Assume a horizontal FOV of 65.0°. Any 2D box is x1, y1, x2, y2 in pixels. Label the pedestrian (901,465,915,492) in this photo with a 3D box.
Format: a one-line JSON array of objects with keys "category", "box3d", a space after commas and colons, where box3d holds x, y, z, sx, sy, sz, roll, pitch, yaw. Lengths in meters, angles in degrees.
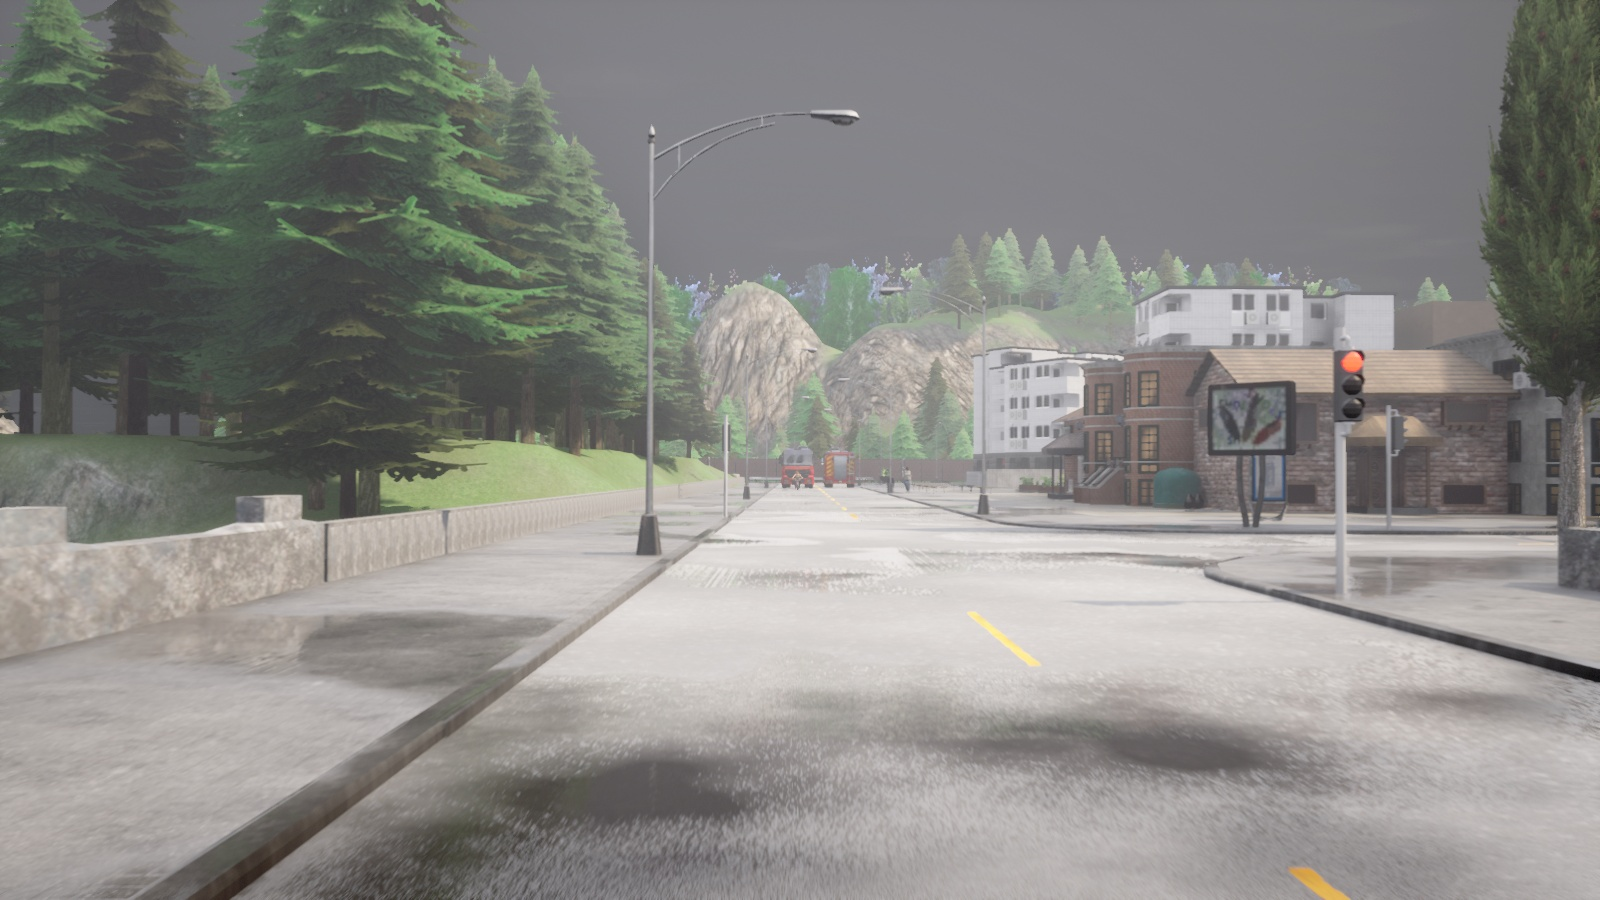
[{"category": "pedestrian", "box3d": [7.381, 1.933, 85.839, 0.874, 1.855, 0.900, 0, -1, -1]}]
